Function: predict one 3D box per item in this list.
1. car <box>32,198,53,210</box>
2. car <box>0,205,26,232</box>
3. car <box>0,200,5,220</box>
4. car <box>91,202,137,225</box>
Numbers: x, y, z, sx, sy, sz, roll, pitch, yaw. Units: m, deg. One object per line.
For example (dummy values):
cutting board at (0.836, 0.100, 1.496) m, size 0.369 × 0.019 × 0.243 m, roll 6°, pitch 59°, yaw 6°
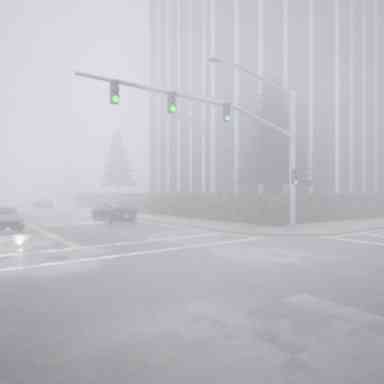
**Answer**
car at (-19.546, 1.474, 43.479) m, size 1.882 × 1.535 × 5.008 m, roll 0°, pitch 0°, yaw -35°
car at (-11.251, 1.559, 19.692) m, size 2.033 × 1.411 × 5.357 m, roll 0°, pitch 0°, yaw -36°
car at (-17.500, 1.496, 28.442) m, size 2.128 × 1.511 × 4.902 m, roll 0°, pitch 0°, yaw -35°
car at (-5.783, 1.485, 24.250) m, size 1.882 × 1.535 × 5.008 m, roll 0°, pitch 0°, yaw -36°
